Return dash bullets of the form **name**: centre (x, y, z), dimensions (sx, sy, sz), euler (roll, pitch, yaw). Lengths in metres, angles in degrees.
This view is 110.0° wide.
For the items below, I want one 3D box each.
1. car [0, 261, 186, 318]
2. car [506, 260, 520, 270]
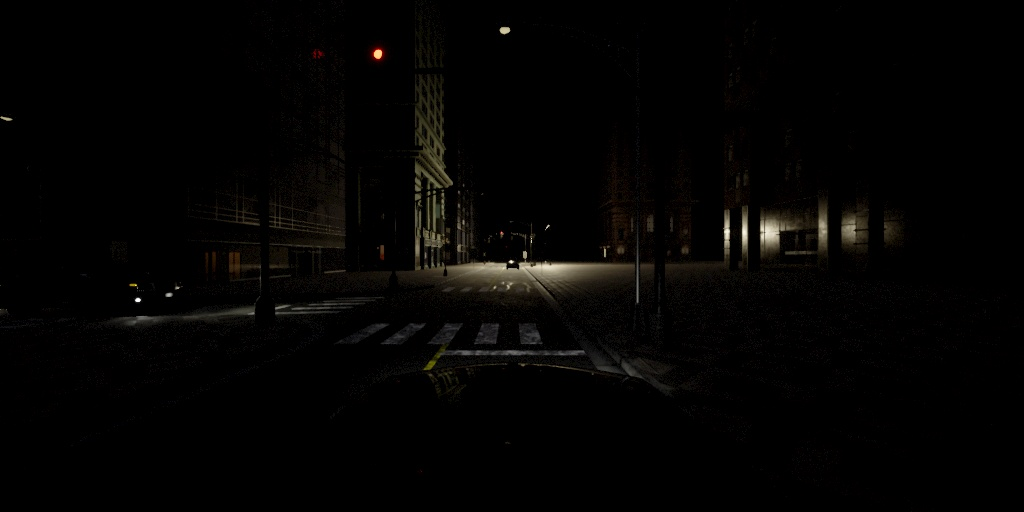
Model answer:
- **car**: centre (-15.960, 1.191, 13.775), dimensions (5.566, 2.045, 2.150), euler (-1, 0, 0)
- **car**: centre (0.121, 1.325, 53.391), dimensions (1.994, 1.385, 4.181), euler (0, 0, 0)
